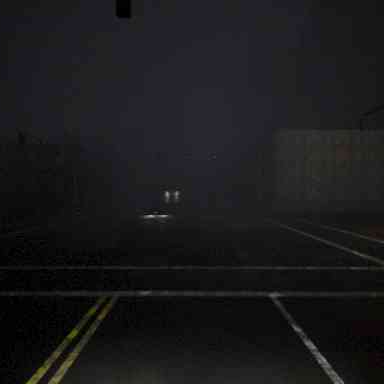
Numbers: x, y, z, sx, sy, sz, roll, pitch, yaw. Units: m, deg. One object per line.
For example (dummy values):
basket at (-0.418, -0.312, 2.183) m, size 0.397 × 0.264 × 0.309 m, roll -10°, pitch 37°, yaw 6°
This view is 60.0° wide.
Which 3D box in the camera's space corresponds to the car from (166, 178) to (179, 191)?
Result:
car at (-3.457, -1.463, 58.593) m, size 2.097 × 1.767 × 4.553 m, roll 0°, pitch 12°, yaw 0°

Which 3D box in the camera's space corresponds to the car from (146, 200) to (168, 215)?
car at (-3.476, 1.530, 34.273) m, size 2.033 × 1.411 × 5.357 m, roll 0°, pitch 1°, yaw 0°
